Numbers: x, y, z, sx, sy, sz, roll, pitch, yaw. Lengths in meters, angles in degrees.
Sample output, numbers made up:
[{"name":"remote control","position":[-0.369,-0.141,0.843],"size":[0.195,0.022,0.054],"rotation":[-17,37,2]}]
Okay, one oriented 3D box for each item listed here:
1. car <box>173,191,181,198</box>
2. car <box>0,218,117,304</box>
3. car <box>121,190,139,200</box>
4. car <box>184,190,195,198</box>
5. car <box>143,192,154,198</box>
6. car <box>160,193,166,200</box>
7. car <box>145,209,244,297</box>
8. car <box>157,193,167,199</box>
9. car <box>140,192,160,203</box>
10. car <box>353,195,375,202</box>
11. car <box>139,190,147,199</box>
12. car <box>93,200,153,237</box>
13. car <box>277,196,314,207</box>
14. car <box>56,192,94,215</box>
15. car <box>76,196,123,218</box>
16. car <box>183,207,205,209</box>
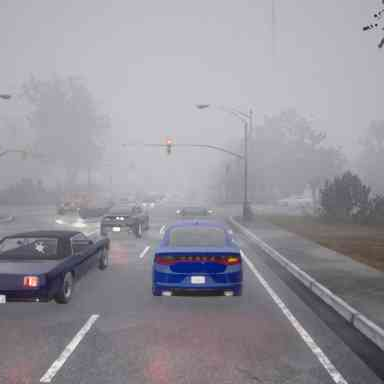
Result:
[{"name":"car","position":[-3.836,0.737,85.329],"size":[2.033,1.411,5.357],"rotation":[0,1,-4]},{"name":"car","position":[-3.387,1.573,8.044],"size":[1.895,1.301,4.718],"rotation":[0,0,0]},{"name":"car","position":[-10.517,0.927,54.338],"size":[2.097,1.767,4.553],"rotation":[0,0,1]},{"name":"car","position":[-0.340,0.419,85.464],"size":[2.150,2.045,5.566],"rotation":[0,1,-4]},{"name":"car","position":[-10.728,0.769,82.650],"size":[2.128,1.511,4.902],"rotation":[0,1,-2]},{"name":"car","position":[-6.931,0.910,68.490],"size":[1.882,1.535,5.008],"rotation":[0,0,0]},{"name":"car","position":[0.114,1.446,8.591],"size":[1.882,1.535,5.008],"rotation":[0,0,0]},{"name":"car","position":[-7.093,0.891,79.179],"size":[1.895,1.301,4.718],"rotation":[0,1,-2]},{"name":"car","position":[-7.006,1.127,55.511],"size":[1.994,1.385,4.181],"rotation":[0,1,0]},{"name":"car","position":[22.478,1.174,43.329],"size":[4.892,1.490,1.837],"rotation":[0,1,-3]},{"name":"car","position":[-10.422,0.656,68.598],"size":[2.150,2.045,5.566],"rotation":[0,1,0]},{"name":"car","position":[-3.373,1.402,17.296],"size":[1.837,1.490,4.892],"rotation":[0,0,0]},{"name":"car","position":[13.290,1.200,42.822],"size":[4.674,1.442,1.812],"rotation":[0,1,-3]},{"name":"car","position":[-10.552,1.000,30.874],"size":[2.150,2.045,5.566],"rotation":[0,0,0]},{"name":"car","position":[-7.060,1.299,25.906],"size":[1.882,1.535,5.008],"rotation":[0,1,0]},{"name":"car","position":[0.126,1.458,17.572],"size":[1.994,1.385,4.181],"rotation":[0,0,0]}]
